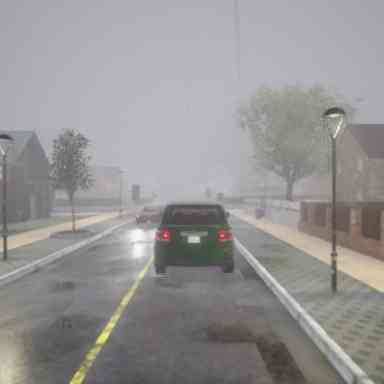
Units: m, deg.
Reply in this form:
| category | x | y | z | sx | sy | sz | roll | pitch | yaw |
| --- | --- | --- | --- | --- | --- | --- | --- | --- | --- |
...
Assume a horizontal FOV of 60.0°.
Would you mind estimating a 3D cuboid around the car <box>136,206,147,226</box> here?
| category | x | y | z | sx | sy | sz | roll | pitch | yaw |
| --- | --- | --- | --- | --- | --- | --- | --- | --- | --- |
| car | -2.842 | 1.675 | 24.112 | 1.895 | 1.301 | 4.718 | 0 | 0 | 0 |

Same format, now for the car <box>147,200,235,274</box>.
| category | x | y | z | sx | sy | sz | roll | pitch | yaw |
| --- | --- | --- | --- | --- | --- | --- | --- | --- | --- |
| car | 0.080 | 1.249 | 10.761 | 2.150 | 2.045 | 5.566 | 0 | 0 | 1 |

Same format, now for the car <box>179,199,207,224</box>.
| category | x | y | z | sx | sy | sz | roll | pitch | yaw |
| --- | --- | --- | --- | --- | --- | --- | --- | --- | --- |
| car | 0.081 | 1.439 | 26.537 | 2.097 | 1.767 | 4.553 | 0 | 0 | 0 |
